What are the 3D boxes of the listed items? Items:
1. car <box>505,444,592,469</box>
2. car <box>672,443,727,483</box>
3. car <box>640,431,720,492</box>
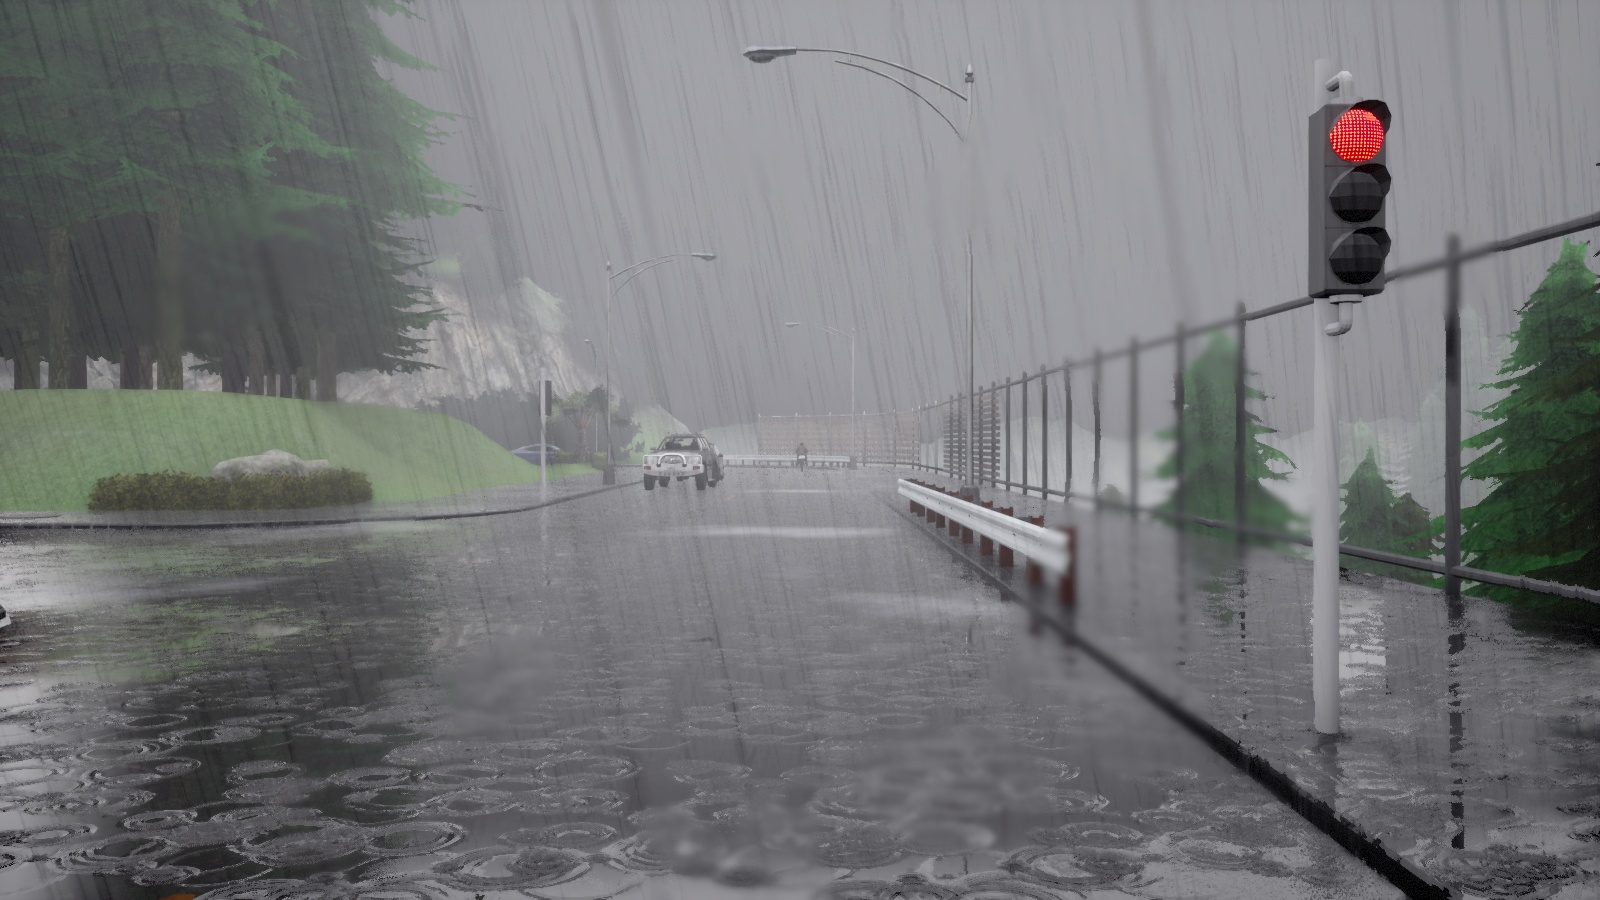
[{"bbox_3d":[-14.684,0.346,73.455,4.674,1.442,1.812,0,0,0],"label":"car"},{"bbox_3d":[-3.912,0.478,49.425,1.845,1.501,3.633,0,0,0],"label":"car"},{"bbox_3d":[-3.834,0.330,40.803,1.932,1.855,4.605,0,0,3],"label":"car"}]
